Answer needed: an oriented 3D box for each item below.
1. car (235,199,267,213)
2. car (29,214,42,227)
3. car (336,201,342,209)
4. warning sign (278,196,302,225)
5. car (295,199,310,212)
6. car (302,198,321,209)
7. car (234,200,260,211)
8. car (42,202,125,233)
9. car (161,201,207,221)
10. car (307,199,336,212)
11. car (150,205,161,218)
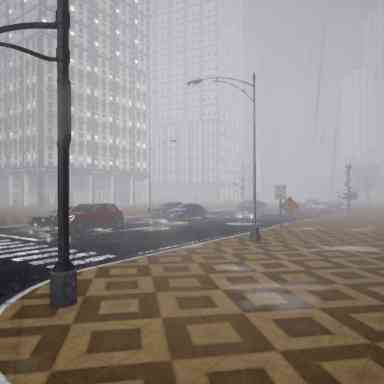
[{"bbox_3d":[7.633,1.753,41.102,1.882,1.535,5.008,0,0,34],"label":"car"},{"bbox_3d":[-8.429,1.685,23.272,2.033,1.411,5.357,0,-1,34],"label":"car"},{"bbox_3d":[21.860,1.940,51.129,1.895,1.301,4.718,0,0,31],"label":"car"},{"bbox_3d":[6.764,1.251,22.994,1.300,1.860,1.060,0,0,34],"label":"warning sign"},{"bbox_3d":[13.843,1.898,44.394,1.895,1.301,4.718,0,-1,33],"label":"car"},{"bbox_3d":[19.065,1.831,52.789,1.882,1.535,5.008,0,0,31],"label":"car"},{"bbox_3d":[7.855,1.829,47.292,1.837,1.490,4.892,0,-1,33],"label":"car"},{"bbox_3d":[-6.355,1.468,20.505,2.097,1.767,4.553,0,-1,34],"label":"car"},{"bbox_3d":[-0.362,1.711,29.331,1.812,1.442,4.674,0,0,35],"label":"car"},{"bbox_3d":[16.753,1.885,42.910,1.895,1.301,4.718,0,-1,33],"label":"car"},{"bbox_3d":[-2.047,1.716,32.626,1.837,1.490,4.892,0,-1,34],"label":"car"}]
